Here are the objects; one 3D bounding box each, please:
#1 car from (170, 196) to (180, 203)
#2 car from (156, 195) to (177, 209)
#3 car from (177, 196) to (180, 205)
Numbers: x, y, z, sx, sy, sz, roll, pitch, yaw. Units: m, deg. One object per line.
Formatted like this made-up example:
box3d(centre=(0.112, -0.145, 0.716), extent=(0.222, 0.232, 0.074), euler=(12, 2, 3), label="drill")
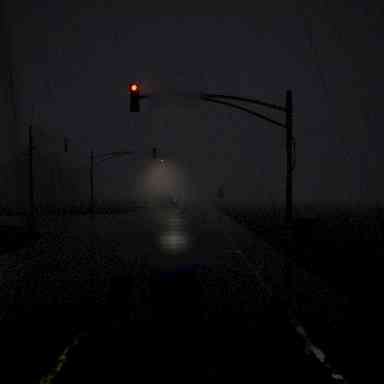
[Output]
box3d(centre=(-3.319, 1.459, 66.101), extent=(1.812, 1.442, 4.674), euler=(0, 0, 1), label="car")
box3d(centre=(-3.449, 1.320, 43.560), extent=(2.097, 1.767, 4.553), euler=(0, 0, 0), label="car")
box3d(centre=(-3.412, 1.306, 53.734), extent=(2.097, 1.767, 4.553), euler=(0, 0, 0), label="car")
